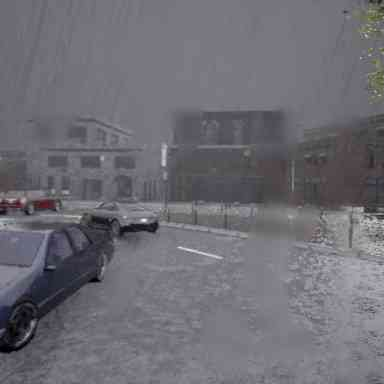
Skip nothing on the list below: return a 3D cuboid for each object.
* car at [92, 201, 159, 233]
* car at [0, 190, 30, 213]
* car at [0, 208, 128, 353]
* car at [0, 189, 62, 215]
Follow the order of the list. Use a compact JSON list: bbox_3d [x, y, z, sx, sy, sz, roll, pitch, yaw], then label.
[{"bbox_3d":[-3.358,1.076,15.156,1.994,1.385,4.181,0,1,-43],"label":"car"},{"bbox_3d":[-13.898,0.643,23.299,2.097,1.535,5.008,1,1,9],"label":"car"},{"bbox_3d":[-2.962,1.295,6.047,2.033,1.411,5.357,2,2,4],"label":"car"},{"bbox_3d":[-10.906,0.557,22.779,2.185,1.767,4.553,1,1,9],"label":"car"}]
